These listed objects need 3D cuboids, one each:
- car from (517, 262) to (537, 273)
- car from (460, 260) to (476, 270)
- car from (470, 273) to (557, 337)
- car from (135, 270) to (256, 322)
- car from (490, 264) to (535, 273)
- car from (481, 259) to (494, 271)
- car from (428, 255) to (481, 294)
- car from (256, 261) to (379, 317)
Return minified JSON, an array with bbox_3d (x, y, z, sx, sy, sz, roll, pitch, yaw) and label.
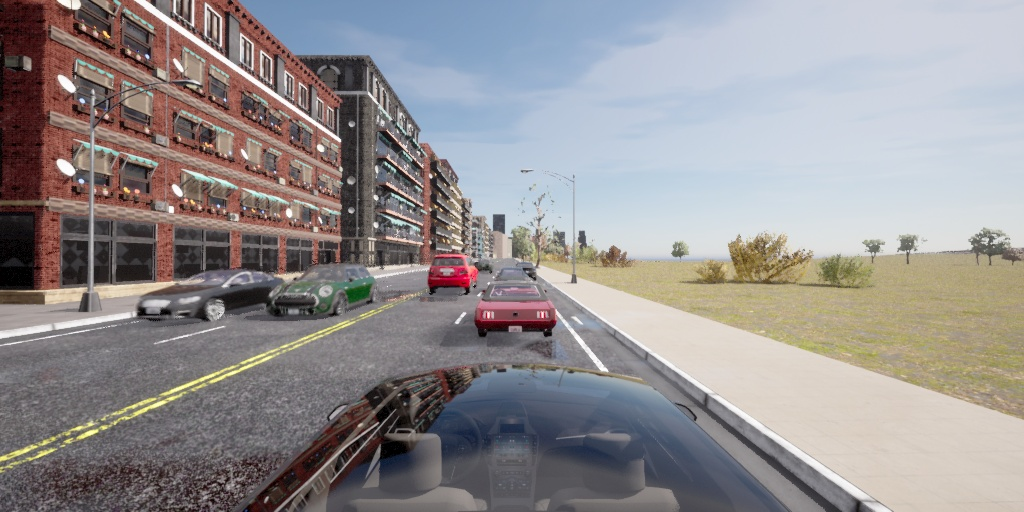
[{"bbox_3d":[1.048,1.259,30.282,1.837,1.490,4.892,0,0,0],"label":"car"},{"bbox_3d":[-6.760,1.353,55.096,1.895,1.301,4.718,0,0,0],"label":"car"},{"bbox_3d":[0.074,1.352,10.258,1.895,1.301,4.718,0,0,0],"label":"car"},{"bbox_3d":[-9.885,1.243,12.324,2.128,1.511,4.902,0,0,0],"label":"car"},{"bbox_3d":[0.033,1.317,20.288,1.994,1.385,4.181,0,0,0],"label":"car"},{"bbox_3d":[-3.287,1.107,43.639,2.097,1.767,4.553,0,0,0],"label":"car"},{"bbox_3d":[-3.210,0.973,20.286,2.150,2.045,5.566,0,0,0],"label":"car"},{"bbox_3d":[-6.637,1.104,13.130,2.097,1.767,4.553,0,0,0],"label":"car"}]
